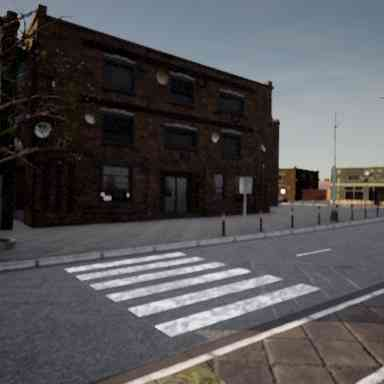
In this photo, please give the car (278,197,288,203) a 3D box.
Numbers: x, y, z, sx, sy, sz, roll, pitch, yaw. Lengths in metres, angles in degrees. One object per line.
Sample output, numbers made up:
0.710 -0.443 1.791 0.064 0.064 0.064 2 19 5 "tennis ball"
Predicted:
20.496 1.931 76.762 2.163 1.488 4.792 1 -1 43 "car"
